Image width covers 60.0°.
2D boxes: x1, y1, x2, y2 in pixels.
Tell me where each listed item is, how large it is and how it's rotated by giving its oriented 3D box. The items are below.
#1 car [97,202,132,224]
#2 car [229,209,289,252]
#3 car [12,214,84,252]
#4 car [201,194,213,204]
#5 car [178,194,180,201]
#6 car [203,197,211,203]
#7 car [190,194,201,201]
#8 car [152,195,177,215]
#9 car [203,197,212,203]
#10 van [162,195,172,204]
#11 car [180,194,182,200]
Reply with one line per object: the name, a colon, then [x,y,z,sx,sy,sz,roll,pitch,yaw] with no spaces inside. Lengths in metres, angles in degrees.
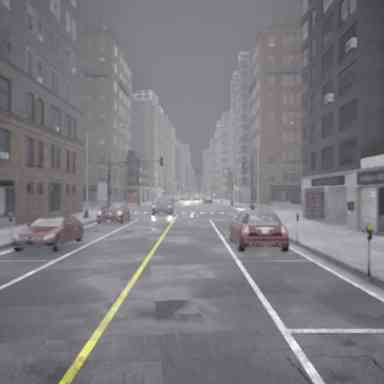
car: [-5.860,1.512,25.394,1.967,1.590,4.097,0,0,0]
car: [2.667,1.475,14.076,1.967,1.590,4.097,0,0,0]
car: [-5.859,1.617,14.083,1.802,1.307,4.206,0,0,0]
car: [3.337,1.675,69.098,1.967,1.590,4.097,0,0,1]
car: [-4.826,1.858,85.846,2.008,1.369,4.403,0,0,1]
car: [3.578,1.865,80.145,1.802,1.307,4.206,0,0,1]
car: [1.163,1.743,91.749,2.128,1.511,4.902,0,0,1]
car: [-3.003,1.509,35.306,2.097,1.767,4.553,0,0,0]
car: [3.457,1.825,74.621,1.947,1.339,4.313,0,0,1]
van: [-5.187,1.576,69.280,1.690,1.788,3.998,0,0,1]
car: [-4.705,1.882,91.368,2.008,1.369,4.403,0,0,1]
